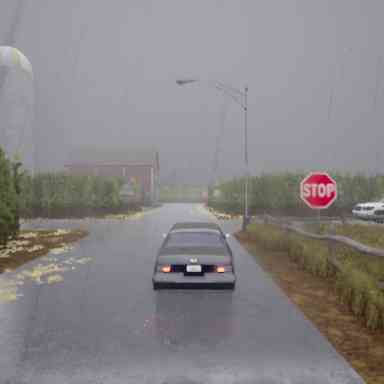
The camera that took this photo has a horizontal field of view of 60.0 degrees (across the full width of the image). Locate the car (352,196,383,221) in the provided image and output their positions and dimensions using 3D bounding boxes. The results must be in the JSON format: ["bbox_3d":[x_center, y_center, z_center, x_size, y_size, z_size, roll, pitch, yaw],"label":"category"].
[{"bbox_3d":[14.303,1.164,23.270,5.566,2.045,2.150,0,0,0],"label":"car"}]

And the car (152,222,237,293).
[{"bbox_3d":[0.099,1.525,8.978,2.033,1.411,5.357,0,0,1],"label":"car"}]
